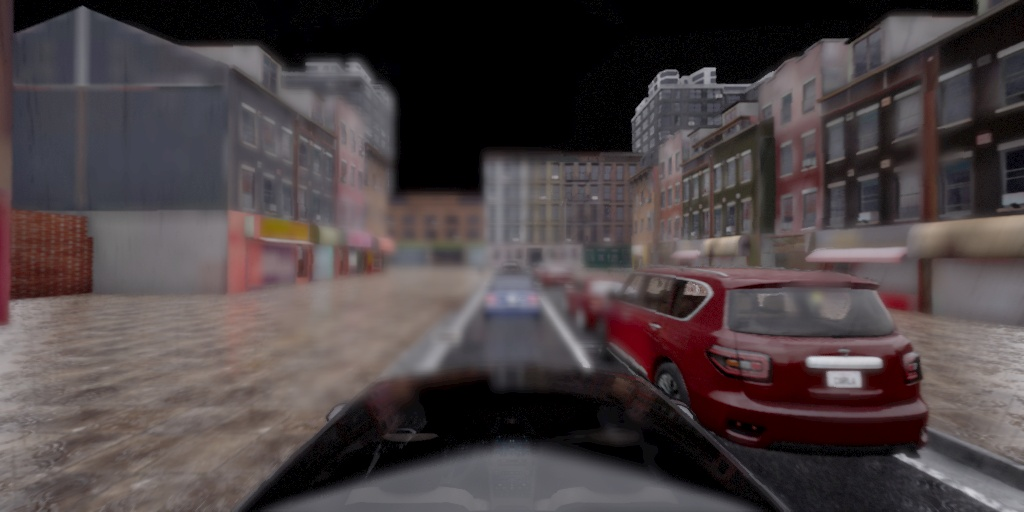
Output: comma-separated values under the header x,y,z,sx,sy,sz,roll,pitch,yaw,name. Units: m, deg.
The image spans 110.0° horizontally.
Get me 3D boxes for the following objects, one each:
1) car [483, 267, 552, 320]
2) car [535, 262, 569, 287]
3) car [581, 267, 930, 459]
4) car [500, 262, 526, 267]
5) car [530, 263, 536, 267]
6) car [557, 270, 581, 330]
x,y,z,sx,sy,sz,roll,pitch,yaw,name
0.033,1.282,12.544,2.033,1.411,5.357,0,0,1,car
2.663,1.269,21.751,1.888,1.381,4.507,0,0,0,car
2.643,1.059,5.240,2.192,1.841,5.009,0,0,0,car
0.075,1.222,29.598,1.837,1.490,4.892,0,0,1,car
2.670,1.158,27.255,1.967,1.591,4.097,0,0,0,car
2.650,1.282,10.744,1.888,1.381,4.507,0,0,0,car
